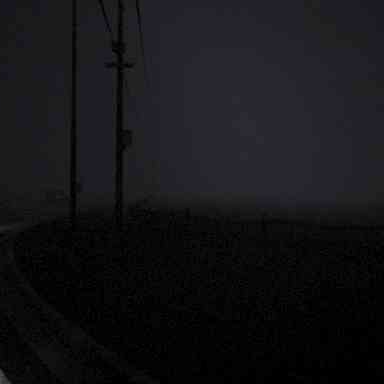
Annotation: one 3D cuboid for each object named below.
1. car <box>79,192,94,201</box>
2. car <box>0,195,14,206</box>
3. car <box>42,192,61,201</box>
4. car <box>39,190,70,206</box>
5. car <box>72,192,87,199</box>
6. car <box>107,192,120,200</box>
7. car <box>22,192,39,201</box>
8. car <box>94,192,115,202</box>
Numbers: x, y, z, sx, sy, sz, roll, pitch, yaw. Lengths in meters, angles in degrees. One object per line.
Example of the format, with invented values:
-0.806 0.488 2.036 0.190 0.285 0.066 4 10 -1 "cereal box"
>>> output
-19.367 0.719 62.888 2.097 1.767 4.553 0 0 -5 "car"
-24.462 1.035 42.333 1.994 1.385 4.181 0 0 -5 "car"
-26.368 0.784 62.639 1.882 1.535 5.008 0 1 -5 "car"
-17.525 0.746 43.376 2.150 2.045 5.566 0 0 -5 "car"
-23.513 0.667 69.513 1.994 1.385 4.181 0 0 -5 "car"
-16.572 0.815 70.493 1.882 1.535 5.008 0 0 -5 "car"
-29.808 0.789 61.764 1.837 1.490 4.892 0 1 -5 "car"
-15.414 0.938 58.818 1.837 1.490 4.892 0 1 -5 "car"
